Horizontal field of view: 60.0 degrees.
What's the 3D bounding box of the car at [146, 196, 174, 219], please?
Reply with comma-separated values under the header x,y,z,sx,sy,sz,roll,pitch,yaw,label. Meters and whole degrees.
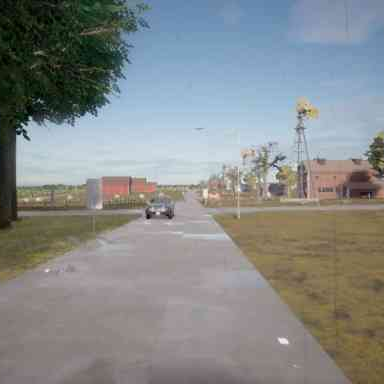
x,y,z,sx,sy,sz,roll,pitch,yaw,label
-2.750,1.371,29.627,2.150,2.045,5.566,0,0,0,car
